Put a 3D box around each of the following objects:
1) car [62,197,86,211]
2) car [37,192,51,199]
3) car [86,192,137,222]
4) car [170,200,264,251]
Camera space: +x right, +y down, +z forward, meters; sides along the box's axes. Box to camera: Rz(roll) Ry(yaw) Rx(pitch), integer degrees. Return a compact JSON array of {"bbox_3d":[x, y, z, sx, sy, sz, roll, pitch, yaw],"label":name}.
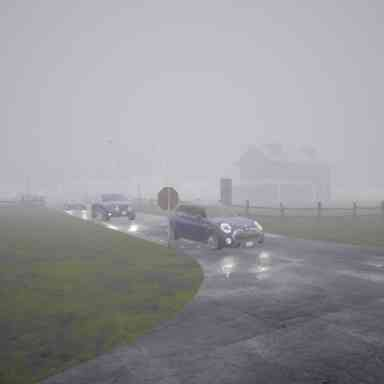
[{"bbox_3d":[-13.101,1.263,36.997,1.812,1.442,4.674,0,0,-31],"label":"car"},{"bbox_3d":[-35.145,0.893,79.681,2.128,1.511,4.902,0,0,-31],"label":"car"},{"bbox_3d":[-6.038,1.054,25.071,2.150,2.045,5.566,0,0,-31],"label":"car"},{"bbox_3d":[0.847,1.276,13.892,2.097,1.767,4.553,0,0,-33],"label":"car"}]
